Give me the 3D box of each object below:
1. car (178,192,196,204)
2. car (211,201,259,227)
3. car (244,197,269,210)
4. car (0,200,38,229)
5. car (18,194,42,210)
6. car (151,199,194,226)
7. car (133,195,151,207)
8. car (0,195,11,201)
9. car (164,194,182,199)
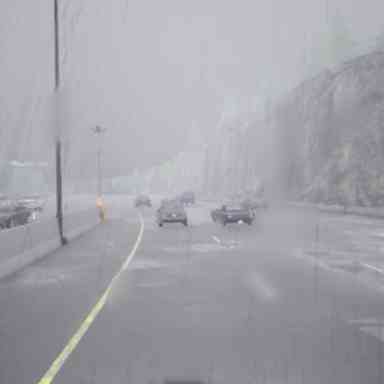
[{"bbox_3d":[-1.157,0.948,52.791,2.150,2.045,5.566,-1,0,-18],"label":"car"},{"bbox_3d":[2.504,1.443,21.623,1.895,1.301,4.718,-1,0,-8],"label":"car"},{"bbox_3d":[6.705,1.262,36.375,1.994,1.385,4.181,-1,0,-14],"label":"car"},{"bbox_3d":[-12.093,1.566,21.793,1.837,1.490,4.892,-1,1,-7],"label":"car"},{"bbox_3d":[-20.016,1.294,41.176,2.150,2.045,5.566,-1,0,-16],"label":"car"},{"bbox_3d":[-1.438,1.446,22.393,2.033,1.411,5.357,-1,0,-9],"label":"car"},{"bbox_3d":[-7.024,1.200,46.862,2.097,1.767,4.553,-1,0,-16],"label":"car"},{"bbox_3d":[-23.379,1.408,40.211,2.150,2.045,5.566,-1,0,-16],"label":"car"},{"bbox_3d":[-3.331,1.386,48.130,1.895,1.301,4.718,-1,0,-17],"label":"car"}]
